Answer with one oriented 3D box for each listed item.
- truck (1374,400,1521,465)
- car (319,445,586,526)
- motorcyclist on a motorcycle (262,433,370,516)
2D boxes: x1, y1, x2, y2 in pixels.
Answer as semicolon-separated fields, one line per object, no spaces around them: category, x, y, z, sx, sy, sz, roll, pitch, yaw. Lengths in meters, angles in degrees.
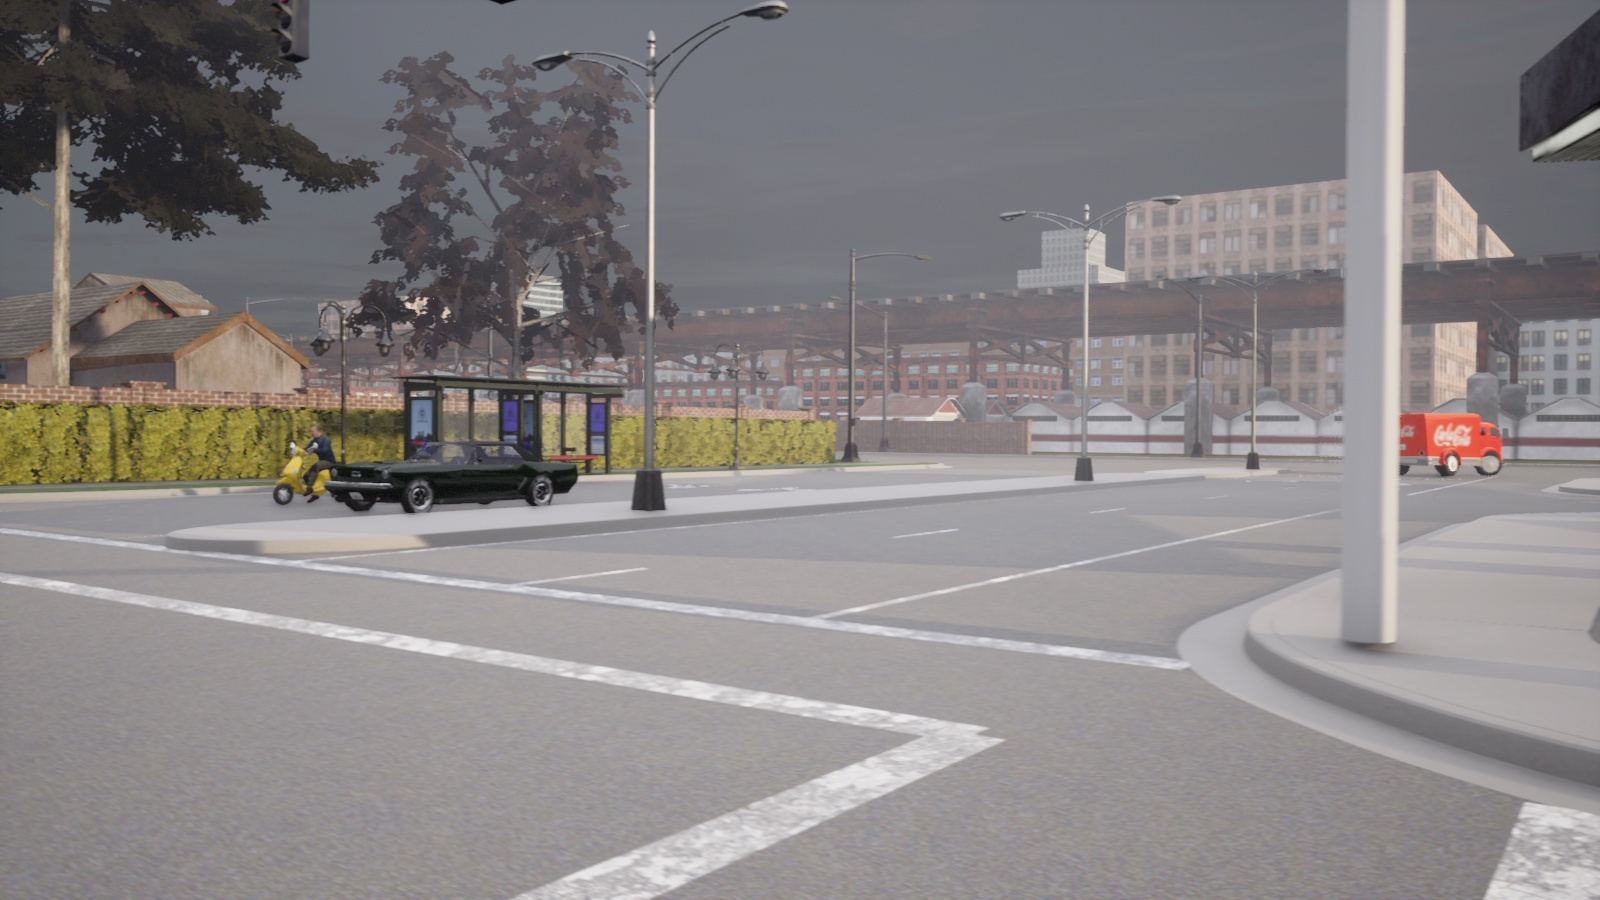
truck;25.891;-0.672;50.233;5.204;2.467;2.627;0;-1;-26
car;-6.412;0.597;23.705;1.895;1.301;4.718;0;1;35
motorcyclist on a motorcycle;-9.680;0.465;25.160;0.866;1.590;1.817;0;1;34
